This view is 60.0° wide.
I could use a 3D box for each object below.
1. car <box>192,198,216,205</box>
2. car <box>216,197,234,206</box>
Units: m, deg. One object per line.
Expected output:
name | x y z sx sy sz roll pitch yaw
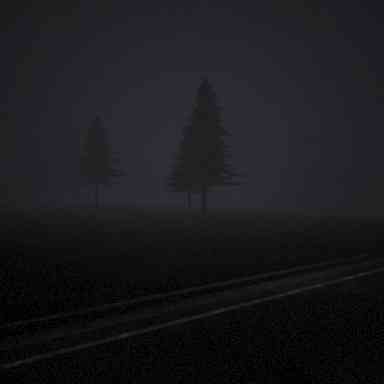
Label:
car | 1.974 1.921 67.312 1.882 1.535 5.008 1 0 -36
car | 6.406 1.827 67.143 2.097 1.767 4.553 1 0 -35
